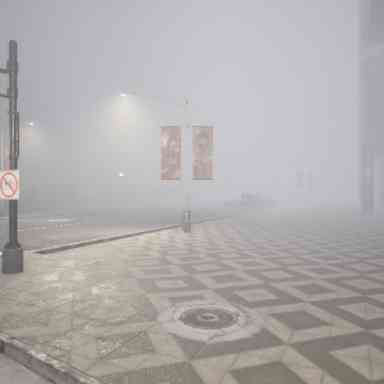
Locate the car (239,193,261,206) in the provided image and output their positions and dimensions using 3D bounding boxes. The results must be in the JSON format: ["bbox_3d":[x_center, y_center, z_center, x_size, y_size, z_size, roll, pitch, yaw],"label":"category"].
[{"bbox_3d":[9.886,1.182,56.572,2.150,2.045,5.566,0,0,26],"label":"car"}]

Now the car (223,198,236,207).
[{"bbox_3d":[6.222,1.570,49.009,1.895,1.301,4.718,0,0,27],"label":"car"}]

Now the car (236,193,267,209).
[{"bbox_3d":[8.272,1.188,45.791,2.150,2.045,5.566,0,0,27],"label":"car"}]

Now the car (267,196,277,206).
[{"bbox_3d":[12.793,1.448,55.117,2.128,1.511,4.902,0,0,26],"label":"car"}]
